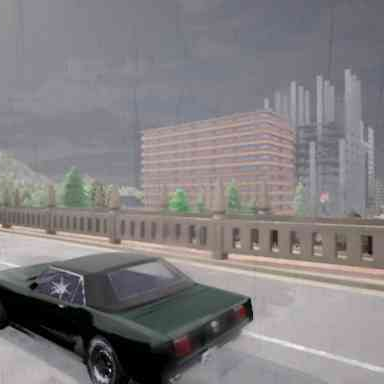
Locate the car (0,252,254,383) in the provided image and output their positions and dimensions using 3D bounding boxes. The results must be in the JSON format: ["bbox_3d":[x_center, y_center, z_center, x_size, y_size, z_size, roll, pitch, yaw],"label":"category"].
[{"bbox_3d":[-1.544,1.652,5.301,4.718,1.301,1.895,-1,-1,38],"label":"car"}]
